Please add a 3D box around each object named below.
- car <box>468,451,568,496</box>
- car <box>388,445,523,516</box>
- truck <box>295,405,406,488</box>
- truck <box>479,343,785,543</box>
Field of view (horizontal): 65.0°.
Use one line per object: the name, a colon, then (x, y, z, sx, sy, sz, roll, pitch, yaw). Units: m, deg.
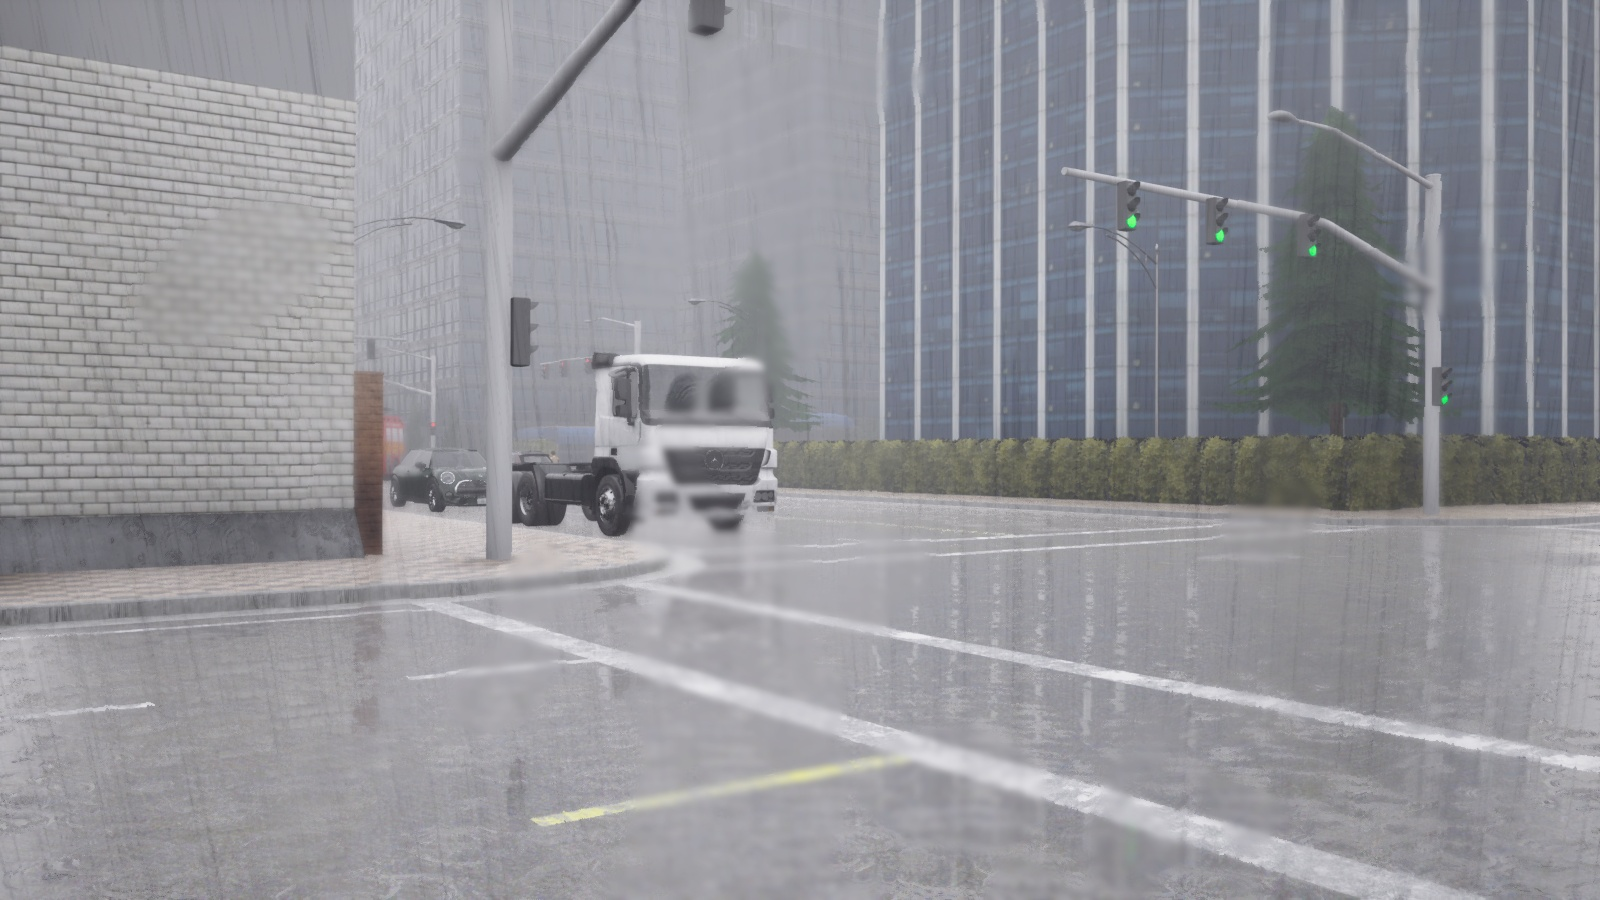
car: (-10.881, 0.871, 48.227, 2.033, 1.649, 4.856, 0, 0, -35)
car: (-9.337, 0.761, 33.803, 2.097, 1.767, 4.553, 0, 0, -35)
truck: (-22.118, -0.165, 62.308, 2.891, 3.827, 8.468, 0, 0, -3)
truck: (-3.750, -0.110, 25.811, 2.891, 3.462, 7.936, 0, 0, -35)
